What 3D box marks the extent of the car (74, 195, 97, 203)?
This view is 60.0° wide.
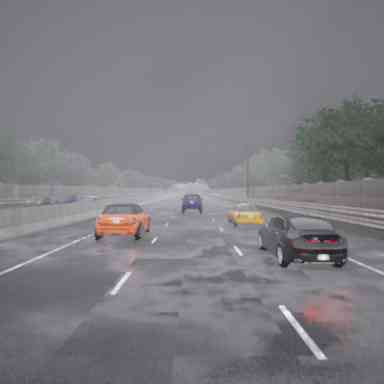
[{"bbox_3d":[-13.981,1.491,45.549,1.882,1.535,5.008,0,0,0],"label":"car"}]

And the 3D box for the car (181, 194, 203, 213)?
[{"bbox_3d":[0.011,1.222,37.207,2.150,2.045,5.566,0,0,0],"label":"car"}]

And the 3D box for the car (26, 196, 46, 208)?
[{"bbox_3d":[-20.978,1.376,45.950,2.097,1.767,4.553,0,0,0],"label":"car"}]

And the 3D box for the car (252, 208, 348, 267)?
[{"bbox_3d":[3.506,1.496,11.294,1.837,1.490,4.892,0,0,0],"label":"car"}]

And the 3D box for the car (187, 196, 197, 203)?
[{"bbox_3d":[0.035,1.558,73.703,2.033,1.411,5.357,0,0,0],"label":"car"}]

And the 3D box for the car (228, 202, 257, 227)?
[{"bbox_3d":[3.511,1.449,22.486,1.801,1.575,5.366,0,0,0],"label":"car"}]

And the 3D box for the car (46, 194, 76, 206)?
[{"bbox_3d":[-17.478,1.254,45.881,2.150,2.045,5.566,0,0,0],"label":"car"}]

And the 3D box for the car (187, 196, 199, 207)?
[{"bbox_3d":[0.121,1.493,53.435,1.882,1.535,5.008,0,0,0],"label":"car"}]

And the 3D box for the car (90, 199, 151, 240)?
[{"bbox_3d":[-3.391,1.344,17.025,2.097,1.767,4.553,0,0,0],"label":"car"}]
